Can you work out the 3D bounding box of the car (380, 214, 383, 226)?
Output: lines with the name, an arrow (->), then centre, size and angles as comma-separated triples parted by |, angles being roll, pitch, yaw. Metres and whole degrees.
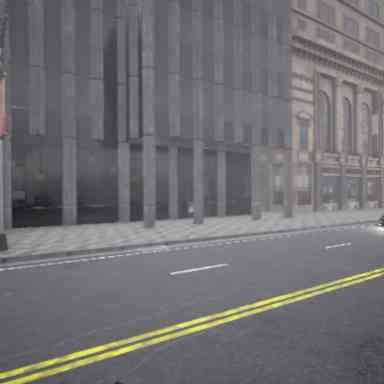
car -> 14.078, 1.554, 21.694 | 4.181, 1.385, 1.994 | 0, 0, -35
